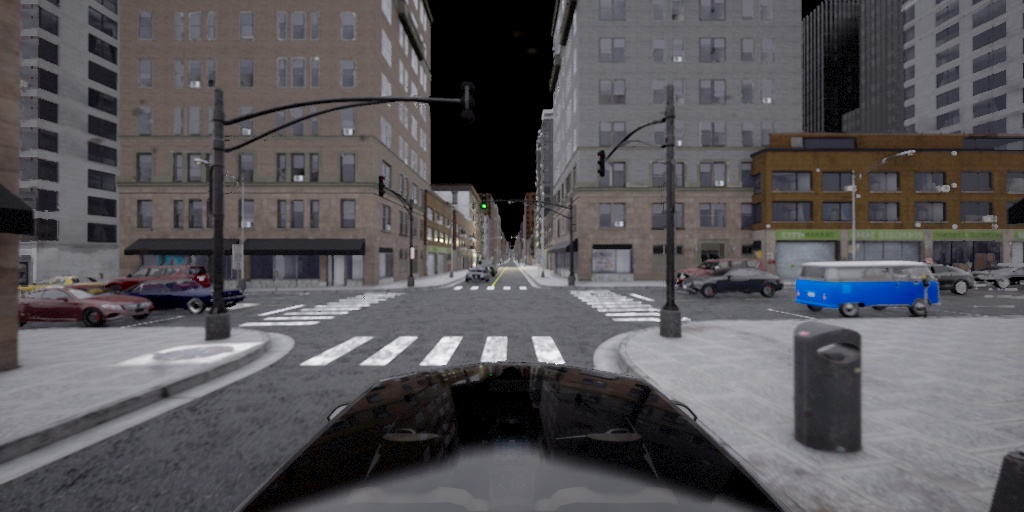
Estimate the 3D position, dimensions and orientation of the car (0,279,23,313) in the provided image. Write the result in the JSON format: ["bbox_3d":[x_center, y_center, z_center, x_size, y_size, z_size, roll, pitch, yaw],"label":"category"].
[{"bbox_3d":[-24.407,1.736,14.897,5.357,1.411,2.033,-1,0,0],"label":"car"}]

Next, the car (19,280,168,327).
[{"bbox_3d":[-14.815,1.639,12.254,4.207,1.307,1.802,0,0,0],"label":"car"}]

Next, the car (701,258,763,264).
[{"bbox_3d":[12.102,1.075,20.841,5.009,1.841,2.192,0,0,0],"label":"car"}]

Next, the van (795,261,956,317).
[{"bbox_3d":[12.121,1.070,12.316,3.998,1.789,1.690,0,0,0],"label":"van"}]

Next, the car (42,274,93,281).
[{"bbox_3d":[-26.013,1.753,20.753,4.829,1.417,1.751,0,0,0],"label":"car"}]

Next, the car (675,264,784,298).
[{"bbox_3d":[11.106,1.289,18.197,4.674,1.442,1.812,-1,0,1],"label":"car"}]

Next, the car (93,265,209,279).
[{"bbox_3d":[-20.339,1.472,20.766,5.009,1.841,2.192,0,0,0],"label":"car"}]

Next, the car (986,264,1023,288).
[{"bbox_3d":[28.929,1.120,20.880,4.313,1.339,1.948,0,0,0],"label":"car"}]

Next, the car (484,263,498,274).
[{"bbox_3d":[-3.067,1.835,53.600,1.837,1.490,4.892,0,-1,0],"label":"car"}]

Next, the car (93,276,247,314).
[{"bbox_3d":[-13.950,1.657,14.925,4.718,1.301,1.895,-1,0,0],"label":"car"}]

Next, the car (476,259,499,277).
[{"bbox_3d":[-3.082,1.425,42.868,2.150,2.045,5.566,0,-1,0],"label":"car"}]

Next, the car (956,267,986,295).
[{"bbox_3d":[20.292,1.155,18.202,4.892,1.490,1.837,-1,0,0],"label":"car"}]

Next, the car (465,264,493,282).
[{"bbox_3d":[-3.090,1.650,32.910,1.994,1.385,4.181,0,-1,0],"label":"car"}]
